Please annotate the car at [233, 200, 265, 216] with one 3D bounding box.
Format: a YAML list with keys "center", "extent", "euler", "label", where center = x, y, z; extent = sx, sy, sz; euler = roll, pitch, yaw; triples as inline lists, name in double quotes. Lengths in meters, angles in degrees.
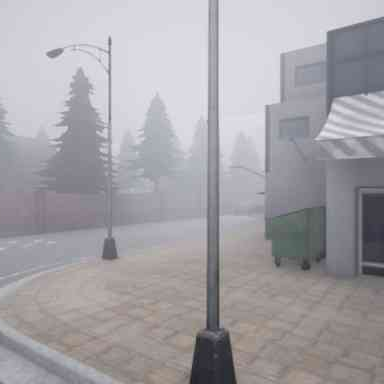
- center: [6.015, 1.655, 34.467]
  extent: [1.837, 1.490, 4.892]
  euler: [0, 0, 37]
  label: "car"
